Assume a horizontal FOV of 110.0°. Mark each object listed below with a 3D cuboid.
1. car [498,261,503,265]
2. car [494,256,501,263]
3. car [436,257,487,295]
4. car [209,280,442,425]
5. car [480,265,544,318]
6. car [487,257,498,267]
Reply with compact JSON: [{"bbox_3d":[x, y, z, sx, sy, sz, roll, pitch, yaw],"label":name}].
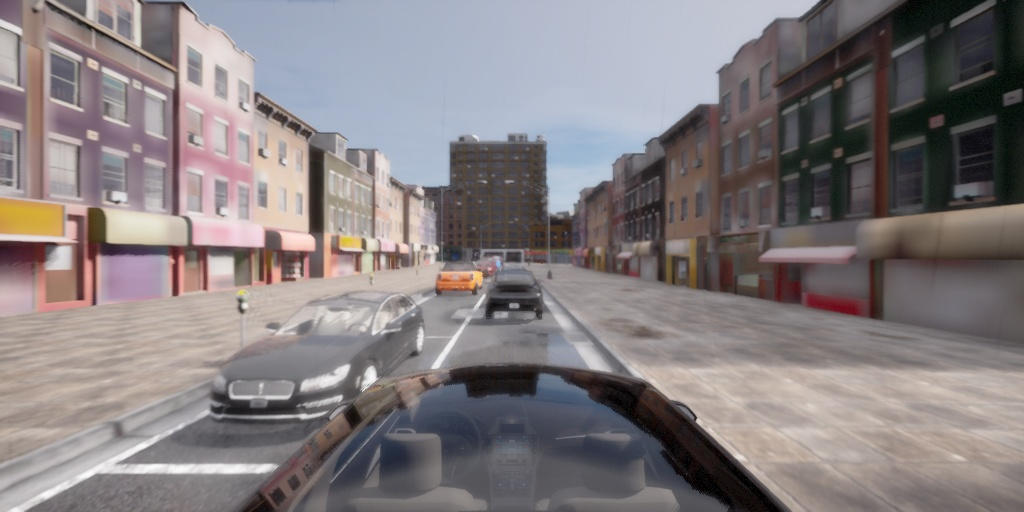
[{"bbox_3d":[0.090,1.309,27.661,1.895,1.301,4.718,0,0,0],"label":"car"},{"bbox_3d":[-2.626,1.003,38.581,2.192,1.841,5.009,0,0,0],"label":"car"},{"bbox_3d":[-2.745,1.071,19.566,2.097,1.767,4.553,0,0,0],"label":"car"},{"bbox_3d":[-2.636,1.292,5.917,2.007,1.370,4.403,0,0,0],"label":"car"},{"bbox_3d":[0.086,1.233,12.866,1.837,1.490,4.892,0,-1,0],"label":"car"},{"bbox_3d":[-2.628,1.138,33.137,1.967,1.591,4.097,0,0,0],"label":"car"}]
